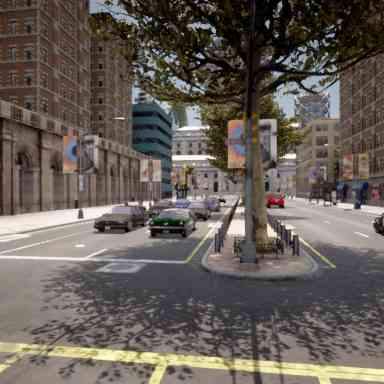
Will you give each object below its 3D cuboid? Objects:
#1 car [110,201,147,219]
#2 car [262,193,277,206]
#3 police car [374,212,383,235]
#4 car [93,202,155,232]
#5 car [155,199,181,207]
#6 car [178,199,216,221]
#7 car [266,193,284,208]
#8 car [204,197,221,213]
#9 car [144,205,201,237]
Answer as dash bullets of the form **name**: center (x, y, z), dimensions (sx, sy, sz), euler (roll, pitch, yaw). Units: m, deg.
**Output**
- **car**: center (-5.726, 1.595, 30.635), dimensions (1.895, 1.301, 4.718), euler (0, 0, 9)
- **car**: center (13.276, 1.221, 57.298), dimensions (2.150, 2.045, 5.566), euler (0, 0, 9)
- **police car**: center (10.497, 1.509, 16.005), dimensions (2.038, 1.542, 4.974), euler (0, 0, 9)
- **car**: center (-4.105, 1.547, 20.404), dimensions (2.033, 1.411, 5.357), euler (0, 0, 9)
- **car**: center (-2.616, 1.505, 30.126), dimensions (1.837, 1.490, 4.892), euler (0, 0, 9)
- **car**: center (0.551, 1.547, 27.695), dimensions (2.033, 1.411, 5.357), euler (0, 0, 9)
- **car**: center (11.700, 1.221, 46.998), dimensions (2.150, 2.045, 5.566), euler (0, 0, 9)
- **car**: center (2.080, 1.352, 37.636), dimensions (2.097, 1.767, 4.553), euler (0, 0, 9)
- **car**: center (-0.908, 1.601, 18.154), dimensions (1.895, 1.301, 4.718), euler (0, 0, 9)
